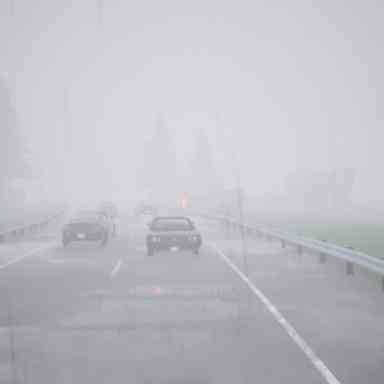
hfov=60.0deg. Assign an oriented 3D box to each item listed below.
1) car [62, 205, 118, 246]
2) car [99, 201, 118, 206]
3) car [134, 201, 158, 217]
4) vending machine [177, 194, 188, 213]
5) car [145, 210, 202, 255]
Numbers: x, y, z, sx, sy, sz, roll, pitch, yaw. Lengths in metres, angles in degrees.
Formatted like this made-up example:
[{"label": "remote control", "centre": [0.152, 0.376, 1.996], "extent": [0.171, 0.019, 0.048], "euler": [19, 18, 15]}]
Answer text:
[{"label": "car", "centre": [-4.659, 1.552, 15.411], "extent": [1.812, 1.442, 4.674], "euler": [0, 0, -7]}, {"label": "car", "centre": [-7.873, 1.573, 30.909], "extent": [1.812, 1.442, 4.674], "euler": [0, 0, -15]}, {"label": "car", "centre": [-4.347, 1.564, 31.256], "extent": [1.812, 1.442, 4.674], "euler": [0, 0, -15]}, {"label": "vending machine", "centre": [-1.074, 1.229, 37.415], "extent": [1.100, 2.100, 0.880], "euler": [0, 0, -17]}, {"label": "car", "centre": [-0.846, 1.614, 13.335], "extent": [1.895, 1.301, 4.718], "euler": [0, 0, -7]}]
